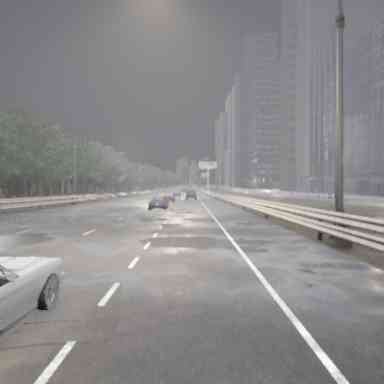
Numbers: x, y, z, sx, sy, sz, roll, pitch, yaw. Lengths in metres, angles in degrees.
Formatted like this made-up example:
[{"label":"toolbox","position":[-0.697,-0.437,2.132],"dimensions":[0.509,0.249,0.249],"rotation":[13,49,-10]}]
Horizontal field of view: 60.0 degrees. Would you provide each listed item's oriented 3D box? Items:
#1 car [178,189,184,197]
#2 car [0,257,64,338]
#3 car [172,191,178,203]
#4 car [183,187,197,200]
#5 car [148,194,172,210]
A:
[{"label":"car","position":[-3.902,0.563,88.176],"dimensions":[1.882,1.535,5.008],"rotation":[0,1,0]},{"label":"car","position":[-3.502,1.550,4.623],"dimensions":[1.895,1.301,4.718],"rotation":[0,1,0]},{"label":"car","position":[-3.674,0.976,54.279],"dimensions":[1.812,1.442,4.674],"rotation":[0,1,0]},{"label":"car","position":[-0.166,0.516,68.957],"dimensions":[2.150,2.045,5.566],"rotation":[0,0,0]},{"label":"car","position":[-3.583,1.195,36.253],"dimensions":[1.994,1.385,4.181],"rotation":[0,1,0]}]
